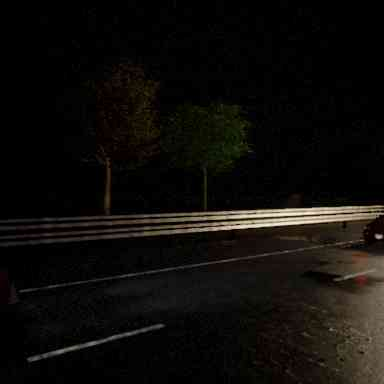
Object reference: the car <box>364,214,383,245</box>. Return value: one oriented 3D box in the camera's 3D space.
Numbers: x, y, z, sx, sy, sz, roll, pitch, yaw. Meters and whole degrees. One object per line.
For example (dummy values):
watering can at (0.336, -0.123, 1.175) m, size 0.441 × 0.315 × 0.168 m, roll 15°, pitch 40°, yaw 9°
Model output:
car at (9.419, 1.638, 14.745) m, size 4.674 × 1.442 × 1.812 m, roll 0°, pitch 0°, yaw -35°

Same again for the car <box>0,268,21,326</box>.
car at (-4.996, 1.591, 4.483) m, size 4.718 × 1.301 × 1.895 m, roll 0°, pitch 0°, yaw -35°
